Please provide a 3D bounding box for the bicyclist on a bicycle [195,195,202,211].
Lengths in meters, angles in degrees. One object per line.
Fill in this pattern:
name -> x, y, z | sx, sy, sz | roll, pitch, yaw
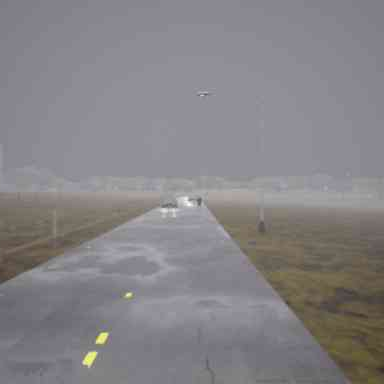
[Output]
bicyclist on a bicycle -> 0.799, 1.212, 34.964 | 0.659, 1.776, 1.843 | 0, 1, 0

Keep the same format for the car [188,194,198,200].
car -> 0.252, 1.119, 76.925 | 2.033, 1.411, 5.357 | 0, 0, 0

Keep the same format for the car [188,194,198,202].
car -> 0.216, 1.208, 65.443 | 1.994, 1.385, 4.181 | 0, 0, 1

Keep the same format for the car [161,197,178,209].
car -> -2.769, 1.357, 41.864 | 1.994, 1.385, 4.181 | 0, 0, 0

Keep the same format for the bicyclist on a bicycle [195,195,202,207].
bicyclist on a bicycle -> 0.860, 1.209, 45.054 | 0.866, 1.612, 1.509 | 0, 0, 0
